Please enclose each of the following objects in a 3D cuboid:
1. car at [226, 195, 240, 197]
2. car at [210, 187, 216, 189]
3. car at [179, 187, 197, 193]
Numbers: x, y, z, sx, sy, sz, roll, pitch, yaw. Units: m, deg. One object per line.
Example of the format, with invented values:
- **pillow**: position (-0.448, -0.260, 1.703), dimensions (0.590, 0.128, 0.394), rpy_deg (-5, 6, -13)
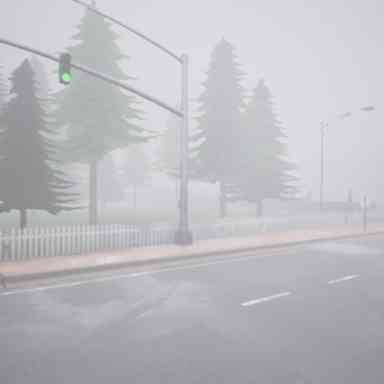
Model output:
- **car**: position (8.408, 0.552, 66.985), dimensions (2.097, 1.767, 4.553), rpy_deg (1, 5, -37)
- **car**: position (6.370, -0.901, 81.387), dimensions (1.882, 1.535, 5.008), rpy_deg (1, 7, -37)
- **car**: position (-0.881, -0.228, 67.714), dimensions (2.097, 1.767, 4.553), rpy_deg (1, 7, -37)
